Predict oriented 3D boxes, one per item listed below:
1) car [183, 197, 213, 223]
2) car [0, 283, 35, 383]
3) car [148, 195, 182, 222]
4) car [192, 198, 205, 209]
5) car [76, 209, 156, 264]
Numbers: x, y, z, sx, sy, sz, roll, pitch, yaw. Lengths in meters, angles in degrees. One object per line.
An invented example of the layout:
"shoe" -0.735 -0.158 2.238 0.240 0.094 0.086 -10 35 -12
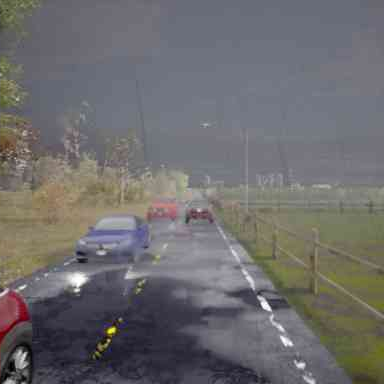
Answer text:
"car" 0.580 1.443 26.868 2.097 1.767 4.553 0 0 1
"car" -2.834 1.345 1.815 2.097 1.767 4.553 0 0 1
"car" -2.330 1.299 27.797 2.150 2.045 5.566 0 0 1
"car" 0.979 1.638 48.301 1.837 1.490 4.892 0 0 1
"car" -2.647 1.557 12.181 1.812 1.442 4.674 0 0 1
